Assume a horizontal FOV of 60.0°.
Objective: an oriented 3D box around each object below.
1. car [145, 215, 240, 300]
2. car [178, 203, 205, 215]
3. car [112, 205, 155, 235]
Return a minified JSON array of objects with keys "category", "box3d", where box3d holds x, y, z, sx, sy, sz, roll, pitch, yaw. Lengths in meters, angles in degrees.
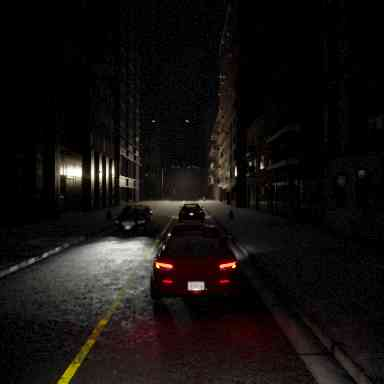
[{"category":"car","box3d":[0.059,1.527,8.291,1.812,1.442,4.674,0,0,0]},{"category":"car","box3d":[-0.036,1.566,26.051,1.994,1.385,4.181,0,0,0]},{"category":"car","box3d":[-3.197,1.493,18.971,2.128,1.511,4.902,0,0,0]}]
